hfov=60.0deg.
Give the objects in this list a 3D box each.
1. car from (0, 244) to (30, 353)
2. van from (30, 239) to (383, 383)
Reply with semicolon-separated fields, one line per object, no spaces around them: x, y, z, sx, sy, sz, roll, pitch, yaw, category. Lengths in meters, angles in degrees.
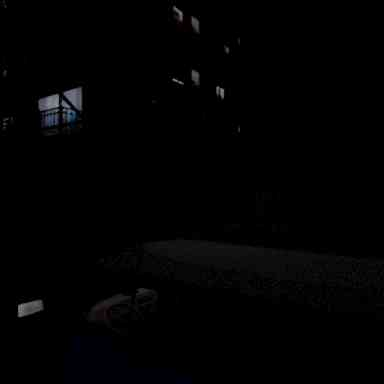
-3.813;1.561;5.595;4.313;1.339;1.947;0;0;36;car
0.776;1.341;2.323;3.998;1.788;1.690;0;0;35;van
